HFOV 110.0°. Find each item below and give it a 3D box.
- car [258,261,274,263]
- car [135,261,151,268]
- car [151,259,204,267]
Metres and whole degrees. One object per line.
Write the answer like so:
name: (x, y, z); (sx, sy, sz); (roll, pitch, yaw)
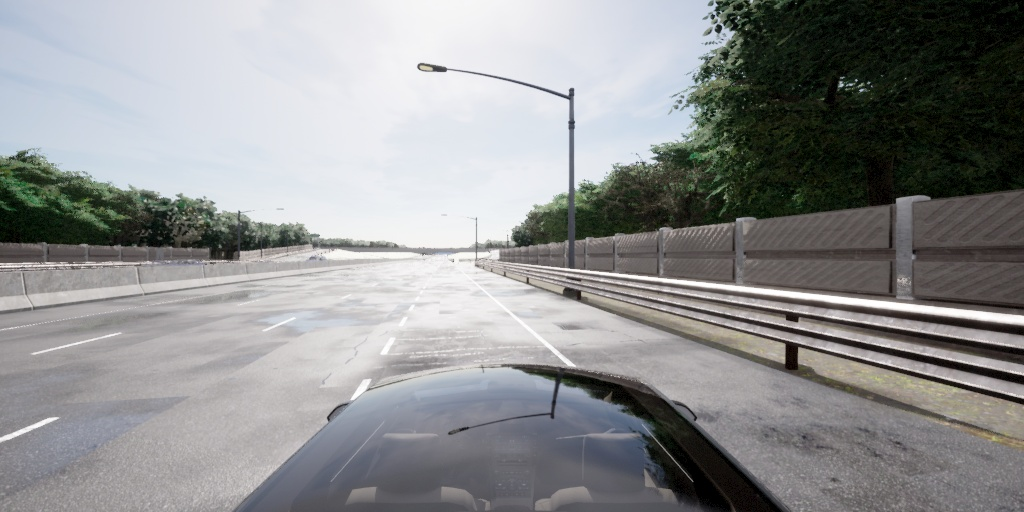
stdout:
car: (-33.641, 1.339, 48.573); (2.033, 1.411, 5.357); (0, 0, -10)
car: (-39.125, 1.271, 39.705); (2.128, 1.511, 4.902); (0, 0, -11)
car: (-35.315, 1.127, 38.370); (2.097, 1.767, 4.553); (0, 0, -11)
